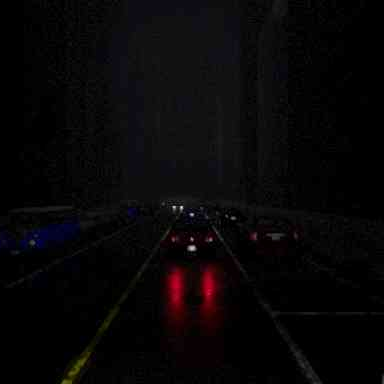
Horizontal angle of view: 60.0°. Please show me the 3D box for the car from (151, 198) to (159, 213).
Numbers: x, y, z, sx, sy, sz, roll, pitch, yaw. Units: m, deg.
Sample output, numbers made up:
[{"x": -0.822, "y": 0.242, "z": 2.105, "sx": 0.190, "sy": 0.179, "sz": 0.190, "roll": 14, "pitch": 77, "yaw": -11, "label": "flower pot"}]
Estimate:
[{"x": -5.756, "y": 1.706, "z": 41.073, "sx": 2.192, "sy": 1.841, "sz": 5.009, "roll": 0, "pitch": -1, "yaw": 0, "label": "car"}]

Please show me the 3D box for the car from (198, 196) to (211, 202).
[{"x": 3.018, "y": 1.898, "z": 69.505, "sx": 2.150, "sy": 2.045, "sz": 5.566, "roll": 0, "pitch": -1, "yaw": 0, "label": "car"}]

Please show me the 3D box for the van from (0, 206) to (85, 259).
[{"x": -5.762, "y": 1.462, "z": 12.891, "sx": 1.690, "sy": 1.788, "sz": 3.998, "roll": 0, "pitch": -1, "yaw": 0, "label": "van"}]

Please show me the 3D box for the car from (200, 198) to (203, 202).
[{"x": 2.775, "y": 2.138, "z": 57.983, "sx": 1.802, "sy": 1.307, "sz": 4.206, "roll": 0, "pitch": -1, "yaw": 0, "label": "car"}]

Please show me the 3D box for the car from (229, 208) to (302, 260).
[{"x": 2.763, "y": 1.561, "z": 12.895, "sx": 1.967, "sy": 1.590, "sz": 4.097, "roll": 0, "pitch": -1, "yaw": 0, "label": "car"}]

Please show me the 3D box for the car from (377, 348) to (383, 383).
[{"x": 2.760, "y": 1.582, "z": 1.622, "sx": 1.947, "sy": 1.339, "sz": 4.313, "roll": 0, "pitch": -1, "yaw": 0, "label": "car"}]

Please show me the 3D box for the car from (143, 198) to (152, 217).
[{"x": -5.757, "y": 1.776, "z": 35.435, "sx": 1.967, "sy": 1.590, "sz": 4.097, "roll": 0, "pitch": -1, "yaw": 0, "label": "car"}]

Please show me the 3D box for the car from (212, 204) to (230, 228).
[{"x": 2.766, "y": 1.793, "z": 24.166, "sx": 1.947, "sy": 1.339, "sz": 4.313, "roll": 0, "pitch": -1, "yaw": 0, "label": "car"}]

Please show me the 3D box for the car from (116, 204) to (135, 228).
[{"x": -5.759, "y": 1.778, "z": 24.161, "sx": 2.008, "sy": 1.369, "sz": 4.403, "roll": 0, "pitch": -1, "yaw": 0, "label": "car"}]

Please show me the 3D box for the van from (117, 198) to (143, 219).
[{"x": -5.758, "y": 1.623, "z": 29.800, "sx": 1.690, "sy": 1.788, "sz": 3.998, "roll": 0, "pitch": -1, "yaw": 0, "label": "van"}]

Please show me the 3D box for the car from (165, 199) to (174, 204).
[{"x": -5.743, "y": 2.413, "z": 86.161, "sx": 1.947, "sy": 1.339, "sz": 4.313, "roll": 0, "pitch": -1, "yaw": 0, "label": "car"}]

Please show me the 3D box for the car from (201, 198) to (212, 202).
[{"x": 2.773, "y": 2.083, "z": 52.346, "sx": 1.802, "sy": 1.307, "sz": 4.206, "roll": 0, "pitch": -1, "yaw": 0, "label": "car"}]

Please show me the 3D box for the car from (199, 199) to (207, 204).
[{"x": 2.782, "y": 2.413, "z": 86.162, "sx": 1.947, "sy": 1.339, "sz": 4.313, "roll": 0, "pitch": -1, "yaw": 0, "label": "car"}]

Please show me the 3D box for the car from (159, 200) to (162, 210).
[{"x": -5.753, "y": 2.011, "z": 46.707, "sx": 1.947, "sy": 1.339, "sz": 4.313, "roll": 0, "pitch": -1, "yaw": 0, "label": "car"}]

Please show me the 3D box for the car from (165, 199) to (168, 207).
[{"x": -5.750, "y": 2.107, "z": 57.979, "sx": 2.008, "sy": 1.369, "sz": 4.403, "roll": 0, "pitch": -1, "yaw": 0, "label": "car"}]

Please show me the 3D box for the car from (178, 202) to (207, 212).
[{"x": 0.011, "y": 1.841, "z": 29.300, "sx": 1.994, "sy": 1.385, "sz": 4.181, "roll": 0, "pitch": -1, "yaw": 0, "label": "car"}]

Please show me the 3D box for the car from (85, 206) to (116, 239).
[{"x": -5.760, "y": 1.697, "z": 18.356, "sx": 1.752, "sy": 1.417, "sz": 4.829, "roll": 0, "pitch": -1, "yaw": 0, "label": "car"}]

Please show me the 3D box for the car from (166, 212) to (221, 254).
[{"x": 0.006, "y": 1.733, "z": 14.098, "sx": 1.895, "sy": 1.301, "sz": 4.718, "roll": 0, "pitch": 0, "yaw": 0, "label": "car"}]

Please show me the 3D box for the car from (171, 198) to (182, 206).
[{"x": -2.981, "y": 2.210, "z": 70.998, "sx": 1.812, "sy": 1.442, "sz": 4.674, "roll": 0, "pitch": -1, "yaw": 0, "label": "car"}]

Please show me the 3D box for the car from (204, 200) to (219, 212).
[{"x": 2.771, "y": 1.973, "z": 41.074, "sx": 1.802, "sy": 1.307, "sz": 4.206, "roll": 0, "pitch": -1, "yaw": 0, "label": "car"}]

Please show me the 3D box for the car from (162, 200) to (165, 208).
[{"x": -5.752, "y": 2.066, "z": 52.343, "sx": 1.947, "sy": 1.339, "sz": 4.313, "roll": 0, "pitch": -1, "yaw": 0, "label": "car"}]

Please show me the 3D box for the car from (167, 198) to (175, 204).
[{"x": -5.742, "y": 2.474, "z": 91.797, "sx": 1.947, "sy": 1.339, "sz": 4.313, "roll": 0, "pitch": -1, "yaw": 0, "label": "car"}]

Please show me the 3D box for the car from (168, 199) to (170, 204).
[{"x": -5.749, "y": 2.195, "z": 63.616, "sx": 1.802, "sy": 1.307, "sz": 4.206, "roll": 0, "pitch": -1, "yaw": 0, "label": "car"}]
